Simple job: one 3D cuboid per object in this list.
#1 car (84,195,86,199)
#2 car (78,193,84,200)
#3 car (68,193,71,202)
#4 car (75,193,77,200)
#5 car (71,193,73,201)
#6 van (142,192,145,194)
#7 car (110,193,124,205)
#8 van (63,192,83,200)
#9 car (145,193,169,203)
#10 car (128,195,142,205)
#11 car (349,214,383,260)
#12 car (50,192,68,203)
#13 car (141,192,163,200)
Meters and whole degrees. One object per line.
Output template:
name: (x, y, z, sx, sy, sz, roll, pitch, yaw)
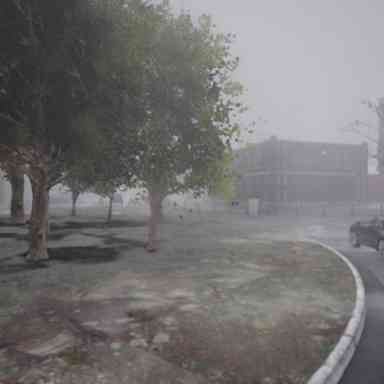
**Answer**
car: (-30.083, 1.270, 82.841, 5.366, 1.575, 1.946, 0, 1, -10)
car: (-29.822, 1.048, 80.085, 5.566, 2.045, 2.435, 0, 1, -10)
car: (-27.450, 1.421, 66.504, 5.008, 1.535, 2.097, 0, 0, -10)
car: (-28.862, 1.356, 74.658, 4.892, 1.521, 2.231, 0, 0, -10)
car: (-27.912, 1.440, 69.221, 4.674, 1.452, 2.002, 0, 0, -10)
van: (-8.333, 1.244, 73.606, 4.442, 1.987, 1.878, 0, 0, -10)
car: (-13.108, 1.262, 58.132, 2.150, 2.045, 5.566, 0, 0, -11)
van: (-30.619, 1.019, 85.544, 4.442, 1.987, 1.878, 0, 1, -10)
car: (-6.832, 1.546, 65.400, 4.792, 1.488, 2.163, 0, 0, -10)
car: (-10.334, 1.594, 59.392, 2.033, 1.411, 5.357, 0, 0, -12)
car: (7.469, 1.551, 12.420, 2.128, 1.511, 4.902, 0, 0, 7)
car: (-26.943, 1.312, 63.788, 4.553, 1.767, 2.185, 0, 0, -10)
car: (-10.526, 1.077, 87.202, 5.566, 2.045, 2.435, 0, 1, -10)
